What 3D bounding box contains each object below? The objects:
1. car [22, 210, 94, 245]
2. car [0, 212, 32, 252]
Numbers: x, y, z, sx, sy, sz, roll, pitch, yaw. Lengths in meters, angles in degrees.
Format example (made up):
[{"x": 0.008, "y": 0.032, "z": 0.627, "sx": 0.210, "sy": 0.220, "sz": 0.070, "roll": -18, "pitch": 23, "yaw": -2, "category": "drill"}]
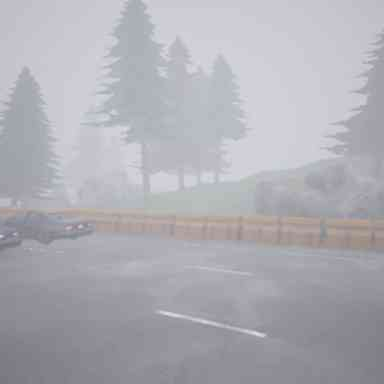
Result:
[{"x": -7.123, "y": 1.533, "z": 15.341, "sx": 5.357, "sy": 1.411, "sz": 2.033, "roll": 0, "pitch": 0, "yaw": 23, "category": "car"}, {"x": -8.792, "y": 1.562, "z": 12.253, "sx": 5.357, "sy": 1.411, "sz": 2.033, "roll": 0, "pitch": 1, "yaw": 23, "category": "car"}]
